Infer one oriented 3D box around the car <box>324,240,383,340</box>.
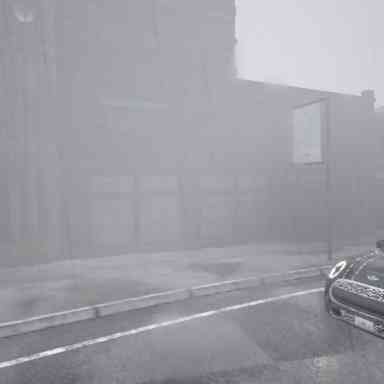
[{"bbox_3d":[4.552,1.339,5.853,4.553,1.767,2.097,0,0,-26],"label":"car"}]
